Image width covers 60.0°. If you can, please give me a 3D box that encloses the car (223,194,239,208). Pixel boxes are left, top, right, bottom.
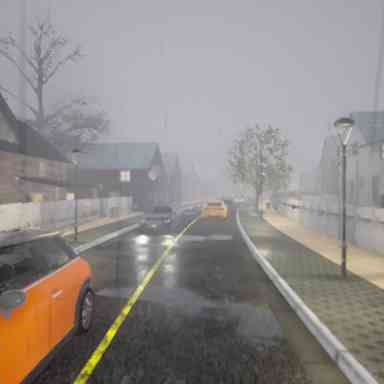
[{"bbox_3d":[4.812,1.333,45.304,2.128,1.511,4.902,0,1,11],"label":"car"}]

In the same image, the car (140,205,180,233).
[{"bbox_3d":[-1.802,1.535,20.051,1.812,1.442,4.674,0,0,6],"label":"car"}]

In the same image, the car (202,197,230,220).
[{"bbox_3d":[1.962,1.464,27.968,1.882,1.535,5.008,0,1,7],"label":"car"}]

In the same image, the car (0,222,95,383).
[{"bbox_3d":[-2.717,1.351,3.704,2.097,1.767,4.553,0,0,1],"label":"car"}]

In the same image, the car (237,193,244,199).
[{"bbox_3d":[11.240,0.895,78.403,2.128,1.511,4.902,0,1,11],"label":"car"}]
